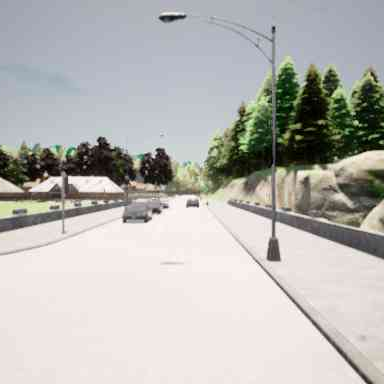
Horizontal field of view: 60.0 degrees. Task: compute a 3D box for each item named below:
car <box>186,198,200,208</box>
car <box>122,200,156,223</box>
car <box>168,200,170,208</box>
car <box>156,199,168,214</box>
[{"bbox_3d":[0.108,1.551,49.079,1.994,1.385,4.181,0,0,0],"label":"car"},{"bbox_3d":[-4.096,1.519,25.705,1.812,1.442,4.674,0,0,0],"label":"car"},{"bbox_3d":[-4.053,1.589,45.225,1.895,1.301,4.718,0,0,0],"label":"car"},{"bbox_3d":[-4.088,1.538,35.413,2.033,1.411,5.357,0,0,0],"label":"car"}]
